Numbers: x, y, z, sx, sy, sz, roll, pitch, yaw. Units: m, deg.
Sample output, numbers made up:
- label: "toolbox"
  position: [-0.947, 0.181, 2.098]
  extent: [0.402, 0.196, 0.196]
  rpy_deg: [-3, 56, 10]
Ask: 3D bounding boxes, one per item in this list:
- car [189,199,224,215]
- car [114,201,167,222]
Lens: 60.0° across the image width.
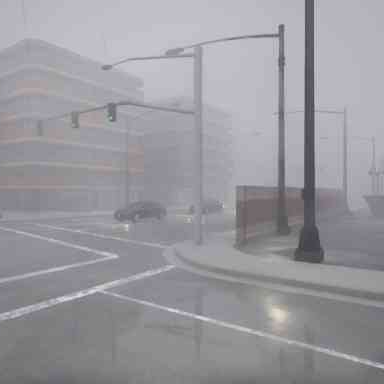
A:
- label: "car"
  position: [1.597, 1.505, 34.480]
  extent: [1.837, 1.490, 4.892]
  rpy_deg: [0, 0, 35]
- label: "car"
  position: [-3.996, 1.505, 26.359]
  extent: [1.837, 1.490, 4.892]
  rpy_deg: [0, 0, 35]
